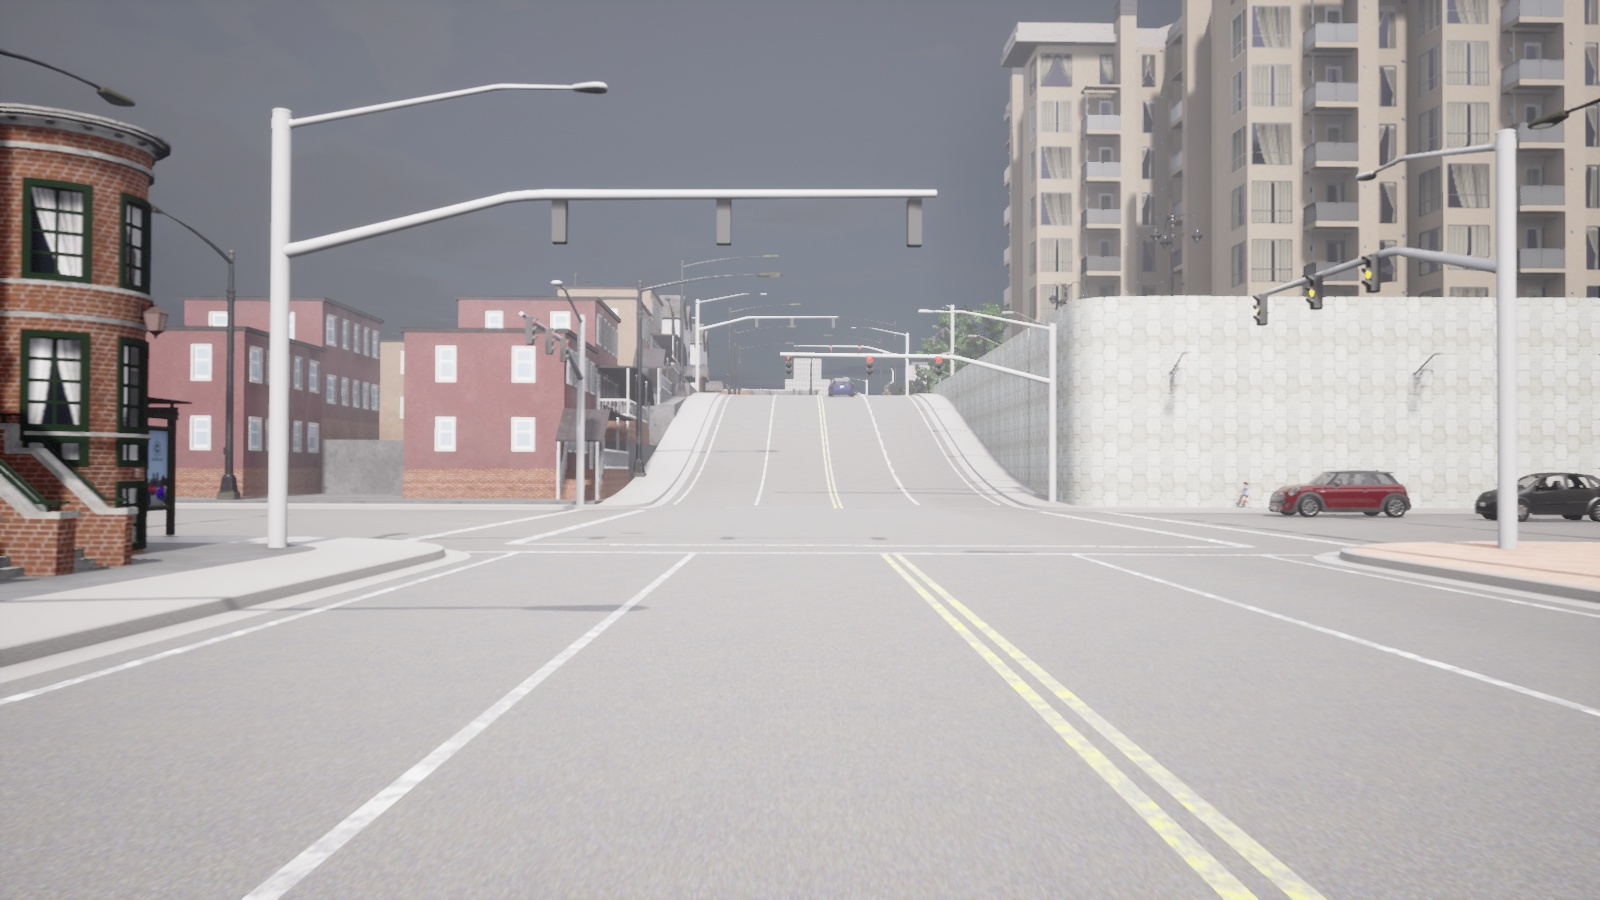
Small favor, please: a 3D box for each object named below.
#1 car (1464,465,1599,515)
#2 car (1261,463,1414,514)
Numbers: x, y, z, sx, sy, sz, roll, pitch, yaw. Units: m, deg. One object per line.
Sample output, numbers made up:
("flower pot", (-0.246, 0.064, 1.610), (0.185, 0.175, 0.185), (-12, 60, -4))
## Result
("car", (24.370, 1.308, 41.368), (3.988, 1.617, 1.851), (0, -1, 0))
("car", (19.157, 1.348, 44.872), (4.553, 1.767, 2.097), (0, -1, 0))
